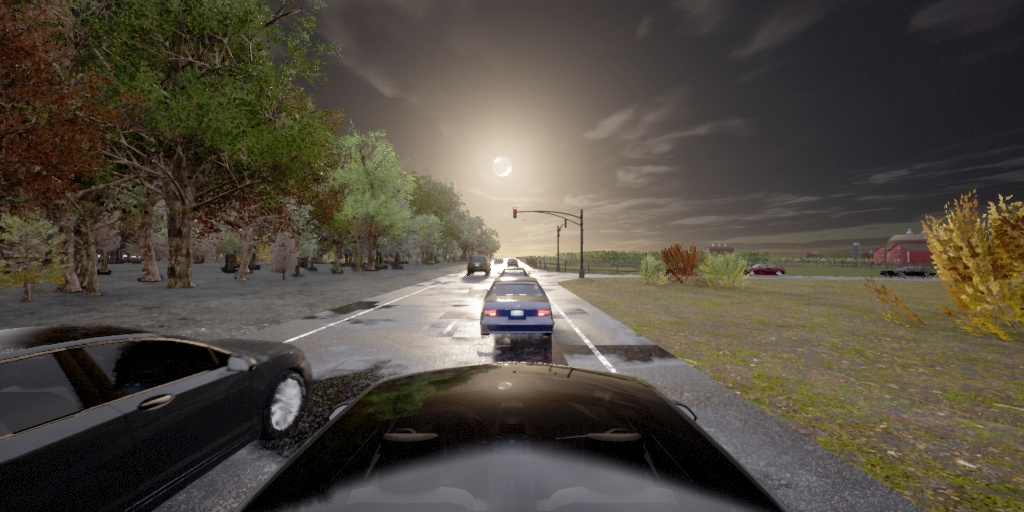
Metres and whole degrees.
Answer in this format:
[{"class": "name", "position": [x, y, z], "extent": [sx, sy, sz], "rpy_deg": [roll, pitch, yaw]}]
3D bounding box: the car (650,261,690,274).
[{"class": "car", "position": [18.101, 1.357, 41.782], "extent": [4.553, 1.767, 2.097], "rpy_deg": [1, -1, 1]}]

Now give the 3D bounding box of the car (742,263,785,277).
[{"class": "car", "position": [28.886, 1.600, 41.701], "extent": [5.008, 1.535, 1.882], "rpy_deg": [1, -1, 0]}]

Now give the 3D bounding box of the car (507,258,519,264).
[{"class": "car", "position": [0.136, 1.259, 63.410], "extent": [1.837, 1.490, 4.892], "rpy_deg": [0, 0, 0]}]

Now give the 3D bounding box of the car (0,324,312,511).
[{"class": "car", "position": [-3.400, 1.255, 2.498], "extent": [1.837, 1.490, 4.892], "rpy_deg": [0, 0, 0]}]

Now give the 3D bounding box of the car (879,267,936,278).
[{"class": "car", "position": [45.756, 1.908, 41.584], "extent": [4.718, 1.301, 1.895], "rpy_deg": [1, -1, 1]}]

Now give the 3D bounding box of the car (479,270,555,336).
[{"class": "car", "position": [0.105, 1.300, 10.387], "extent": [2.033, 1.411, 5.357], "rpy_deg": [0, 0, 0]}]

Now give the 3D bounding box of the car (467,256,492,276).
[{"class": "car", "position": [-3.384, 0.979, 37.537], "extent": [2.150, 2.045, 5.566], "rpy_deg": [0, 0, 0]}]

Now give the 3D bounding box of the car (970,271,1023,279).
[{"class": "car", "position": [51.435, 1.909, 37.956], "extent": [4.718, 1.301, 1.895], "rpy_deg": [1, -1, 1]}]

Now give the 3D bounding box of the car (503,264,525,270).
[{"class": "car", "position": [0.114, 1.318, 19.629], "extent": [1.994, 1.385, 4.181], "rpy_deg": [0, 0, 0]}]
